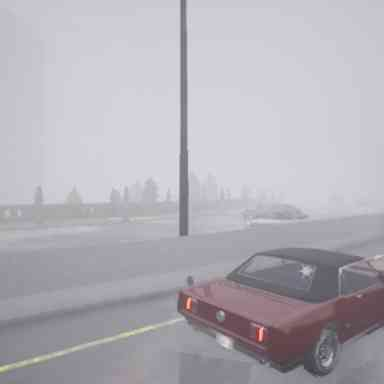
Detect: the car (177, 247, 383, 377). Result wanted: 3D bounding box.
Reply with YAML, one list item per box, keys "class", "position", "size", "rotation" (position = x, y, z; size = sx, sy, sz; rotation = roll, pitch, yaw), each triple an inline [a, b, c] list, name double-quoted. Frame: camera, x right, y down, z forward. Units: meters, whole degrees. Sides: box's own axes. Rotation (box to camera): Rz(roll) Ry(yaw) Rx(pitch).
- class: "car"
  position: [2.160, 1.617, 5.608]
  size: [4.718, 1.301, 1.895]
  rotation: [0, 0, -38]

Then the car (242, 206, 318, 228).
- class: "car"
  position: [4.817, 1.653, 17.590]
  size: [4.718, 1.301, 1.895]
  rotation: [0, 0, -45]

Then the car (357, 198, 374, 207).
- class: "car"
  position: [26.853, 1.683, 51.618]
  size: [1.994, 1.385, 4.181]
  rotation: [0, 0, 21]

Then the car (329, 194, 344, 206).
- class: "car"
  position: [26.281, 1.375, 60.687]
  size: [2.150, 2.045, 5.566]
  rotation: [0, 0, 18]

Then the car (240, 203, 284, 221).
- class: "car"
  position: [6.316, 1.692, 29.637]
  size: [1.895, 1.301, 4.718]
  rotation: [0, 0, 39]

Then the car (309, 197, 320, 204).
- class: "car"
  position: [24.496, 1.651, 66.759]
  size: [1.882, 1.535, 5.008]
  rotation: [0, 0, 17]

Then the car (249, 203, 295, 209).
- class: "car"
  position: [6.366, 1.550, 24.359]
  size: [1.882, 1.535, 5.008]
  rotation: [0, 0, 41]
